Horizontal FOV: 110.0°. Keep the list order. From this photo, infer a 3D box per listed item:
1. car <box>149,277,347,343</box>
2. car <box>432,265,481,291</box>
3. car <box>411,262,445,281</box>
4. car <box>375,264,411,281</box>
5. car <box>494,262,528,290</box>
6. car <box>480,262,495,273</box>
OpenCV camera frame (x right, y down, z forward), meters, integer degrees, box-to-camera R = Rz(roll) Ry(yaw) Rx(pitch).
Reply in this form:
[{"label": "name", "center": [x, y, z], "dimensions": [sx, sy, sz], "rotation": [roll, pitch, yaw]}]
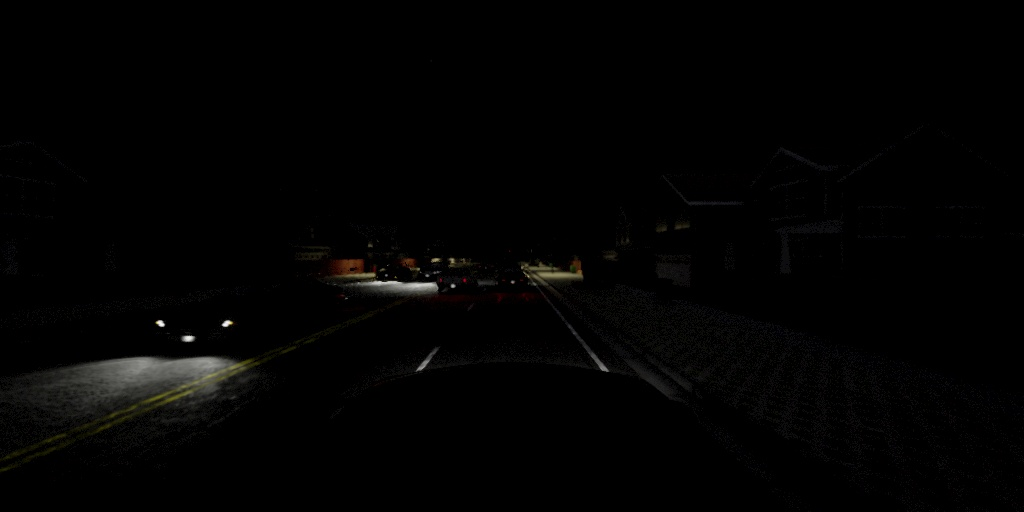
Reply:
[{"label": "car", "center": [-6.585, 1.296, 9.955], "dimensions": [2.033, 1.411, 5.357], "rotation": [0, 0, 0]}, {"label": "car", "center": [-3.199, 1.360, 21.732], "dimensions": [1.895, 1.301, 4.718], "rotation": [0, 0, 1]}, {"label": "car", "center": [-6.529, 1.267, 30.189], "dimensions": [2.128, 1.511, 4.902], "rotation": [0, 0, 1]}, {"label": "car", "center": [-9.782, 1.340, 29.957], "dimensions": [1.994, 1.385, 4.181], "rotation": [0, 0, 1]}, {"label": "car", "center": [0.060, 1.286, 22.668], "dimensions": [1.812, 1.442, 4.674], "rotation": [0, 0, 1]}, {"label": "car", "center": [-3.137, 1.387, 45.001], "dimensions": [1.994, 1.385, 4.181], "rotation": [0, 0, 0]}]
